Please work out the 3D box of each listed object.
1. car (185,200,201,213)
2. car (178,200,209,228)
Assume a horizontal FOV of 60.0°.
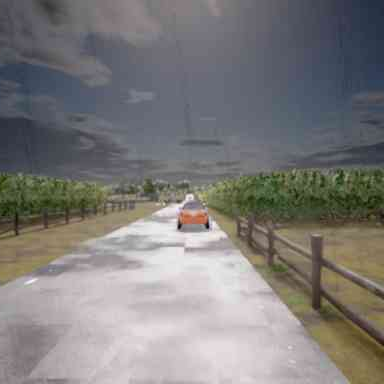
[{"bbox_3d":[0.100,1.837,42.146,1.837,1.490,4.892,0,0,0],"label":"car"},{"bbox_3d":[0.100,1.508,23.735,2.097,1.767,4.553,0,-1,0],"label":"car"}]
